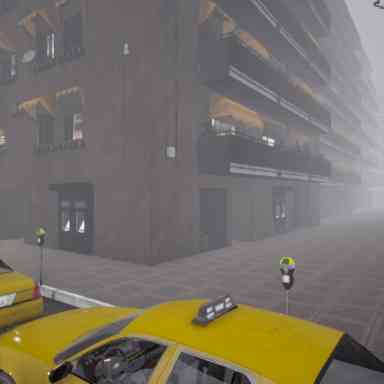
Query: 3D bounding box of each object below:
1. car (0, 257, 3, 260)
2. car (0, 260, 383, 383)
[{"bbox_3d":[-4.618,1.527,6.031,4.829,1.417,1.752,0,0,36],"label":"car"},{"bbox_3d":[-0.031,1.525,2.749,4.829,1.417,1.752,0,0,36],"label":"car"}]
